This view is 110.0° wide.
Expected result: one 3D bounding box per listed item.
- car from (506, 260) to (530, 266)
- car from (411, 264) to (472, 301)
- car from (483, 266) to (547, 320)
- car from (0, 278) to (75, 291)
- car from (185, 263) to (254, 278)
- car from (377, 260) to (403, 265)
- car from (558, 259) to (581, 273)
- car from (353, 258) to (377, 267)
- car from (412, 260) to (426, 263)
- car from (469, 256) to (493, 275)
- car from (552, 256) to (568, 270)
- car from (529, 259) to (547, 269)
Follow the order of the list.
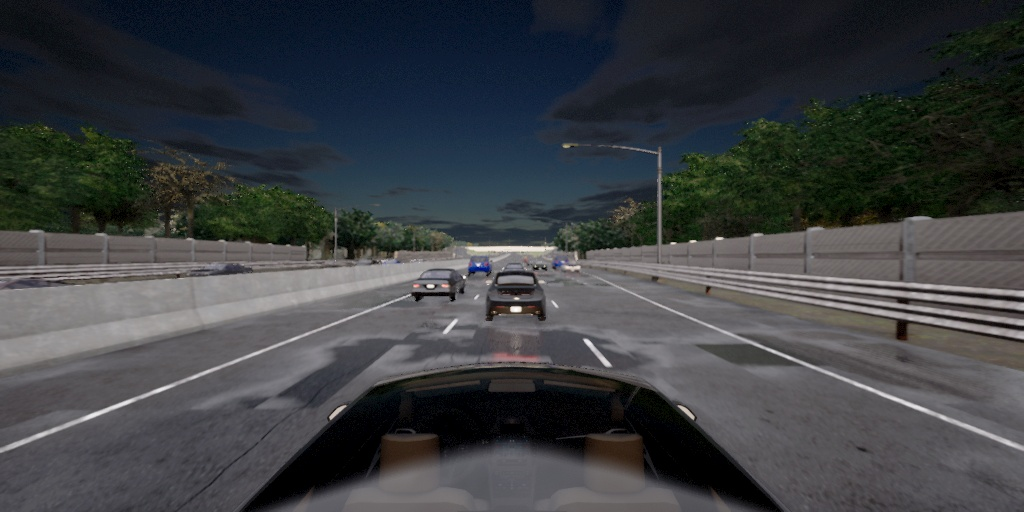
[{"bbox_3d":[0.200,1.309,30.664,2.033,1.411,5.357,0,0,0],"label":"car"},{"bbox_3d":[-3.373,1.299,17.345,2.033,1.411,5.357,0,0,0],"label":"car"},{"bbox_3d":[0.119,1.256,12.589,1.837,1.490,4.892,0,0,0],"label":"car"},{"bbox_3d":[-14.087,1.313,9.819,1.994,1.385,4.181,0,0,0],"label":"car"},{"bbox_3d":[-23.761,1.305,29.472,2.033,1.411,5.357,0,0,-3],"label":"car"},{"bbox_3d":[-17.280,1.279,52.072,1.882,1.535,5.008,0,0,1],"label":"car"},{"bbox_3d":[7.128,1.386,43.915,1.895,1.301,4.718,0,0,2],"label":"car"},{"bbox_3d":[-20.780,1.305,51.978,1.837,1.490,4.892,0,0,1],"label":"car"},{"bbox_3d":[-13.771,1.296,52.809,2.128,1.511,4.902,0,0,1],"label":"car"},{"bbox_3d":[-3.254,0.993,37.378,2.150,2.045,5.566,0,0,0],"label":"car"},{"bbox_3d":[7.299,1.032,53.926,2.150,2.045,5.566,0,0,1],"label":"car"},{"bbox_3d":[3.756,1.399,49.839,1.895,1.301,4.718,0,0,1],"label":"car"}]
